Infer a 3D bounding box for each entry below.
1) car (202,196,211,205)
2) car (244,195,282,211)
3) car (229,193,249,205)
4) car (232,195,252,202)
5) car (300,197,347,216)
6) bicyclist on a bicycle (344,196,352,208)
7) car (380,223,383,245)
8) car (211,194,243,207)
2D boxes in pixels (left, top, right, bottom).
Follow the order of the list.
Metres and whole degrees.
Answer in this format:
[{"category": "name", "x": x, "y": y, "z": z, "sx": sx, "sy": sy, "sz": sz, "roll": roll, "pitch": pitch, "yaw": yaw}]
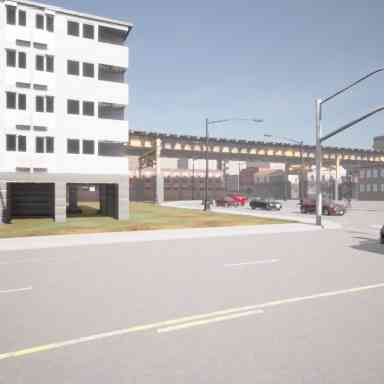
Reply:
[{"category": "car", "x": 2.746, "y": 1.505, "z": 59.893, "sx": 1.837, "sy": 1.490, "sz": 4.892, "roll": 0, "pitch": 0, "yaw": -1}, {"category": "car", "x": 9.116, "y": 1.491, "z": 41.354, "sx": 2.128, "sy": 1.511, "sz": 4.902, "roll": 0, "pitch": 0, "yaw": -25}, {"category": "car", "x": 6.927, "y": 1.221, "z": 55.683, "sx": 2.150, "sy": 2.045, "sz": 5.566, "roll": 0, "pitch": 0, "yaw": -18}, {"category": "car", "x": 11.447, "y": 1.525, "z": 75.426, "sx": 2.128, "sy": 1.511, "sz": 4.902, "roll": 0, "pitch": 0, "yaw": 41}, {"category": "car", "x": 13.001, "y": 1.352, "z": 33.090, "sx": 2.097, "sy": 1.767, "sz": 4.553, "roll": 0, "pitch": 0, "yaw": -25}, {"category": "bicyclist on a bicycle", "x": 20.303, "y": 1.303, "z": 43.336, "sx": 1.656, "sy": 1.620, "sz": 0.582, "roll": 0, "pitch": 0, "yaw": -25}, {"category": "car", "x": 9.522, "y": 1.221, "z": 12.307, "sx": 5.566, "sy": 2.045, "sz": 2.150, "roll": 0, "pitch": 0, "yaw": -26}, {"category": "car", "x": 5.219, "y": 1.478, "z": 50.086, "sx": 1.882, "sy": 1.535, "sz": 5.008, "roll": 0, "pitch": 0, "yaw": -22}]
